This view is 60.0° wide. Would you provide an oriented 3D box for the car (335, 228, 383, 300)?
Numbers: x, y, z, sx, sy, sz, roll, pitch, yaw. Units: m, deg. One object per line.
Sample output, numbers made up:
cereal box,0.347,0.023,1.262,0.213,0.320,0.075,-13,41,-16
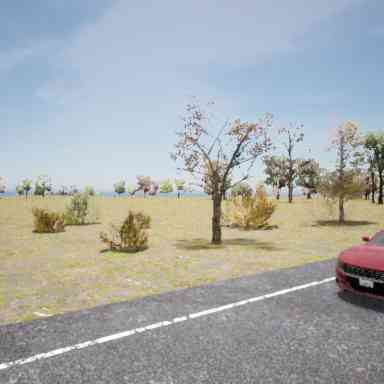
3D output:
car,5.373,1.478,7.828,5.008,1.535,1.882,0,0,-36
